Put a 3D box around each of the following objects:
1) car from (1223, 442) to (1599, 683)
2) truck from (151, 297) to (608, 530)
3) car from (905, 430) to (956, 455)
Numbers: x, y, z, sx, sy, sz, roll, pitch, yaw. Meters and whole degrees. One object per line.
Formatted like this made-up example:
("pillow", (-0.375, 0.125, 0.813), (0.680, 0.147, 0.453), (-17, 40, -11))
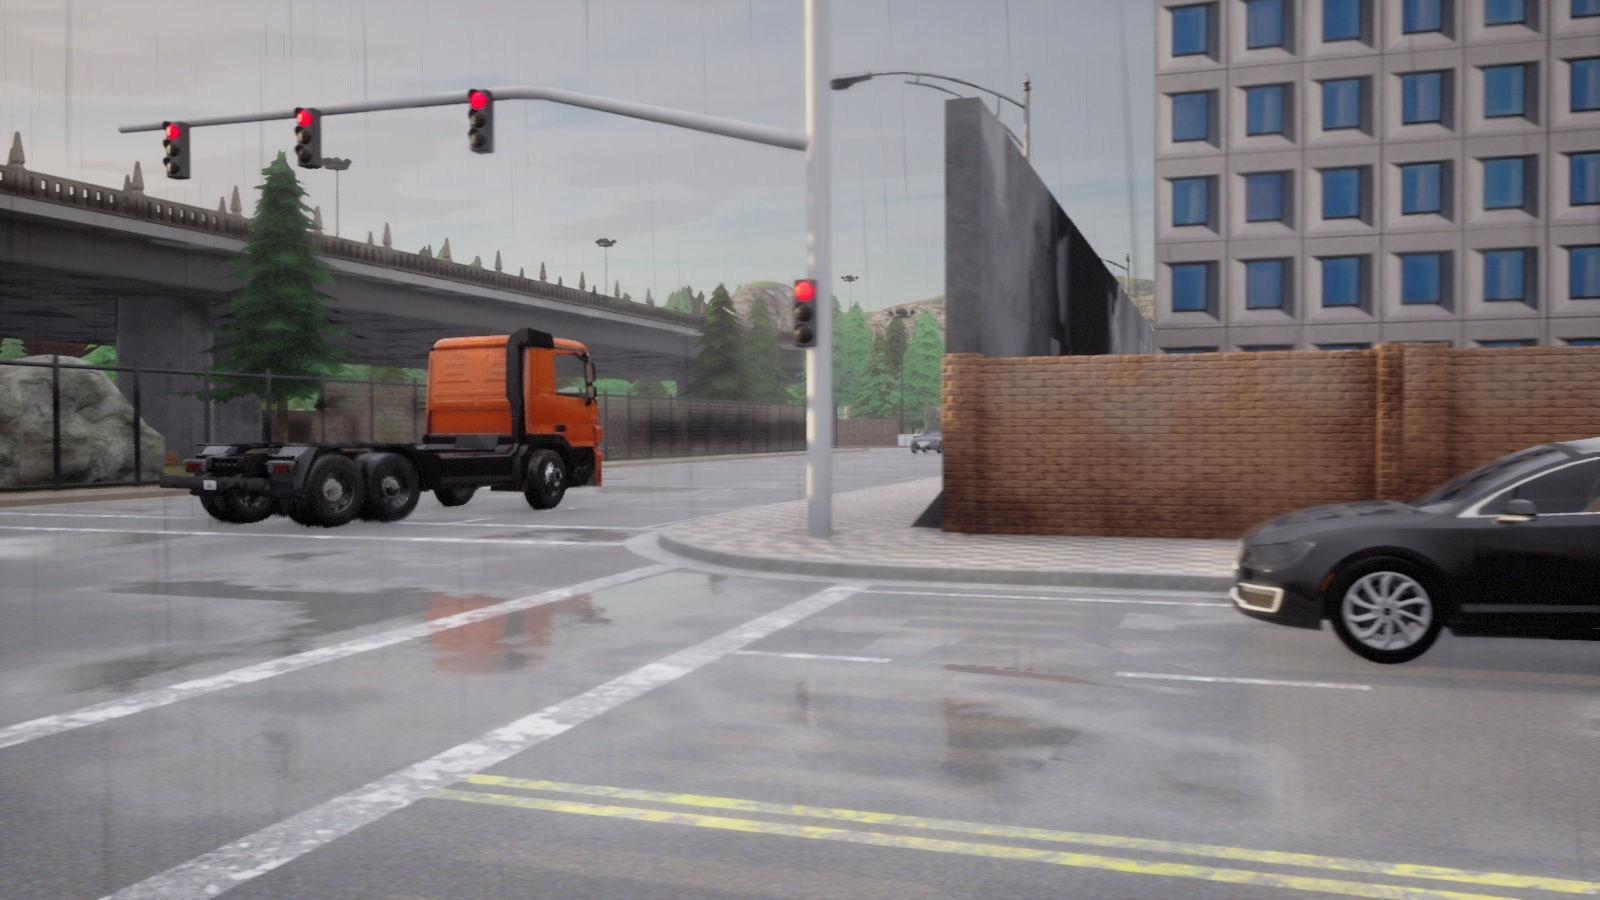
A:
("car", (5.530, 0.713, 8.718), (4.892, 1.490, 1.837), (1, 1, 18))
("truck", (-7.142, -0.604, 22.815), (2.891, 3.462, 7.936), (1, 1, 30))
("car", (8.225, -0.499, 78.517), (2.128, 1.511, 4.902), (1, 1, 19))
